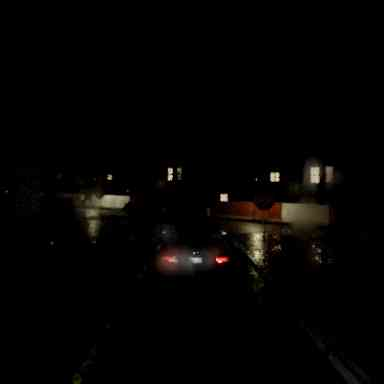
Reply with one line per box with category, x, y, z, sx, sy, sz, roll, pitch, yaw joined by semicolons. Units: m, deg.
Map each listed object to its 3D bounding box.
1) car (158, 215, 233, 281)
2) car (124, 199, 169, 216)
car;0.090;1.569;9.883;2.033;1.411;5.357;0;0;0
car;-4.393;1.433;31.667;4.902;1.511;2.128;2;-1;38
